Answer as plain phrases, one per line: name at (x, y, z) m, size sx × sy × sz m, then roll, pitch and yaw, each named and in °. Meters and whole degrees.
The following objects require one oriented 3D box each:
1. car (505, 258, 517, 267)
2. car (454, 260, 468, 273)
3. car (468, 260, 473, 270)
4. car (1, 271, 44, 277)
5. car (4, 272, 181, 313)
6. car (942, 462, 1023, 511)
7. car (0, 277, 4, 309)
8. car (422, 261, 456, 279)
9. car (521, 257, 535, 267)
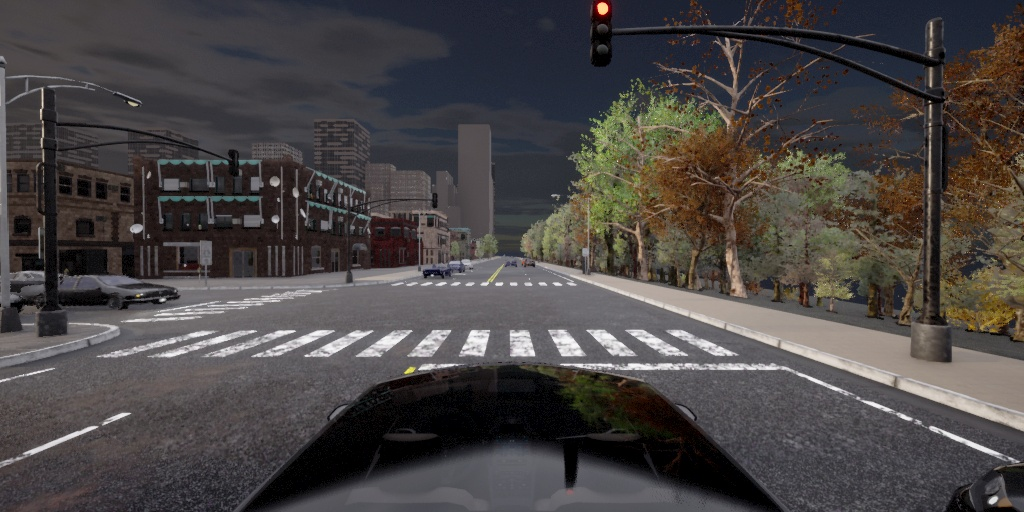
car at (-0.194, 1.078, 64.006) m, size 2.097 × 1.767 × 4.553 m, roll 0°, pitch 0°, yaw 0°
car at (-6.780, 1.261, 43.056) m, size 1.812 × 1.442 × 4.674 m, roll 0°, pitch 0°, yaw 0°
car at (-6.817, 1.257, 53.326) m, size 1.812 × 1.442 × 4.674 m, roll 0°, pitch 0°, yaw 0°
car at (-28.369, 1.560, 20.980) m, size 4.403 × 1.370 × 2.007 m, roll 0°, pitch 0°, yaw 0°
car at (-17.350, 1.489, 15.156) m, size 5.357 × 1.411 × 2.033 m, roll -1°, pitch 1°, yaw 2°
car at (3.363, 1.314, 0.183) m, size 1.994 × 1.385 × 4.181 m, roll 0°, pitch 0°, yaw -1°
car at (-19.996, 1.565, 12.507) m, size 4.313 × 1.339 × 1.948 m, roll 0°, pitch 0°, yaw 0°
car at (-6.736, 1.341, 32.885) m, size 1.895 × 1.301 × 4.718 m, roll 0°, pitch 0°, yaw 2°
car at (3.062, 1.231, 63.222) m, size 1.837 × 1.490 × 4.892 m, roll 0°, pitch 0°, yaw 0°
